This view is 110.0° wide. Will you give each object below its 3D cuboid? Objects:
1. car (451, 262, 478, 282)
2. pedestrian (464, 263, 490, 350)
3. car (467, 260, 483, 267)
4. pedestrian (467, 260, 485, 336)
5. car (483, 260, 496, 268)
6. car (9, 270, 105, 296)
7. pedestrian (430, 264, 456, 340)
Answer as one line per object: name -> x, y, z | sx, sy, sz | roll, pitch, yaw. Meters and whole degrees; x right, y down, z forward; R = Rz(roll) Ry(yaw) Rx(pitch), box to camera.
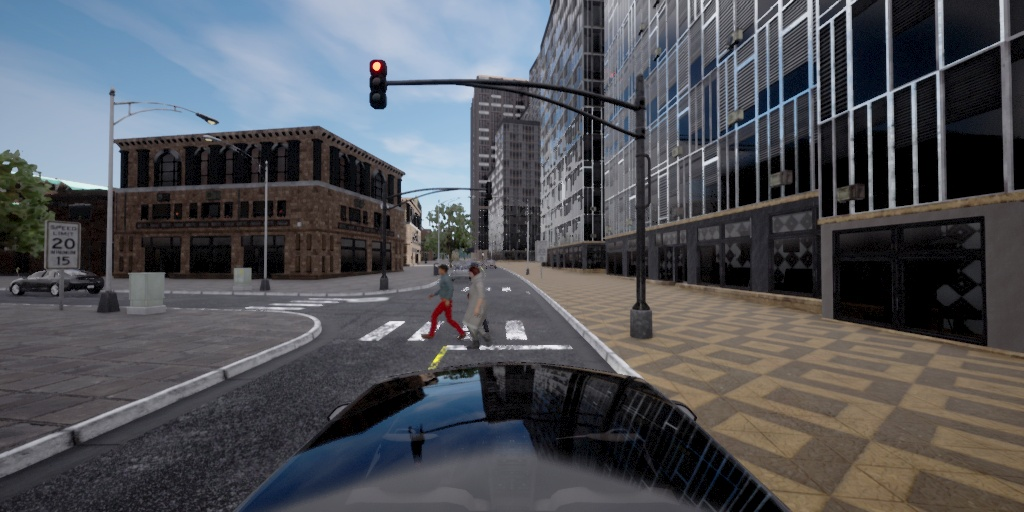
car -> -3.788, 1.350, 28.904 | 1.895, 1.301, 4.718 | 0, 0, -4
pedestrian -> -0.745, 1.045, 7.707 | 0.375, 1.860, 0.375 | 1, -1, -1
car -> -5.106, 1.293, 45.856 | 2.033, 1.411, 5.357 | 0, 0, -5
pedestrian -> -0.908, 1.045, 9.086 | 0.375, 1.860, 0.375 | 1, -1, -1
car -> -3.617, 1.295, 58.798 | 2.033, 1.411, 5.357 | 0, 0, -7
car -> -24.246, 1.383, 19.136 | 4.403, 1.370, 2.007 | 0, 0, 9
pedestrian -> -1.601, 1.044, 8.332 | 0.375, 1.860, 0.375 | 1, -1, -1
